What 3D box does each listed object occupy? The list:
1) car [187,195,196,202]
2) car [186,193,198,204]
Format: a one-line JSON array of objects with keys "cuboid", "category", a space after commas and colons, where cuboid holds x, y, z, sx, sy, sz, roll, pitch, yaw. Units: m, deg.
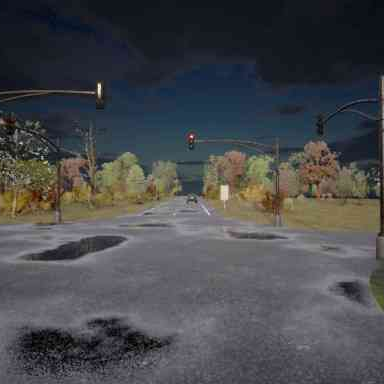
[{"cuboid": [-0.011, 1.465, 78.038, 2.033, 1.411, 5.357, 0, 0, 0], "category": "car"}, {"cuboid": [-0.009, 1.293, 67.647, 2.150, 2.045, 5.566, 0, 0, 0], "category": "car"}]
